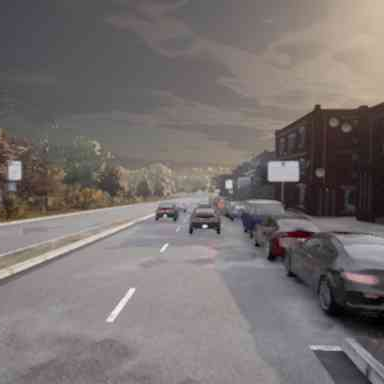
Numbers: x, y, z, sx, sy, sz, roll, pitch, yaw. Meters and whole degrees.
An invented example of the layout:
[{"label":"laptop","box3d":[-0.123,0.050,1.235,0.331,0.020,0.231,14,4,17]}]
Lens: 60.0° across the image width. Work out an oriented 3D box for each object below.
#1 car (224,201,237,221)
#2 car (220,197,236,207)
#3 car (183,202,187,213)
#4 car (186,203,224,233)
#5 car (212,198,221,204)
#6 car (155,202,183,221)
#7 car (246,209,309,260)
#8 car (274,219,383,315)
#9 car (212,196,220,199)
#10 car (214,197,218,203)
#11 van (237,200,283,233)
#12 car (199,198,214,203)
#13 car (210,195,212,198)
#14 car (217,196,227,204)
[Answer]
[{"label":"car","box3d":[4.234,1.795,29.576,2.002,1.452,4.674,0,0,2]},{"label":"car","box3d":[4.435,1.678,35.195,2.185,1.767,4.553,0,0,2]},{"label":"car","box3d":[-1.654,1.961,43.334,1.895,1.301,4.718,0,0,2]},{"label":"car","box3d":[0.804,1.689,20.966,1.837,1.490,4.892,0,-1,2]},{"label":"car","box3d":[6.209,2.271,84.791,2.002,1.452,4.674,0,0,2]},{"label":"car","box3d":[-2.131,1.750,29.953,1.837,1.490,4.892,0,0,2]},{"label":"car","box3d":[3.643,1.642,13.044,2.163,1.488,4.792,0,0,2]},{"label":"car","box3d":[3.464,1.606,7.551,2.002,1.452,4.674,2,0,2]},{"label":"car","box3d":[5.223,1.742,57.216,2.435,2.045,5.566,0,0,2]},{"label":"car","box3d":[5.028,1.946,51.785,2.097,1.535,5.008,0,0,2]},{"label":"van","box3d":[3.844,1.435,18.655,1.878,1.987,4.442,0,0,2]},{"label":"car","box3d":[1.604,1.909,44.036,1.812,1.442,4.674,0,-1,2]},{"label":"car","box3d":[5.818,2.011,73.845,2.185,1.767,4.553,0,0,2]},{"label":"car","box3d":[4.633,1.725,40.717,2.185,1.767,4.553,0,0,2]}]
